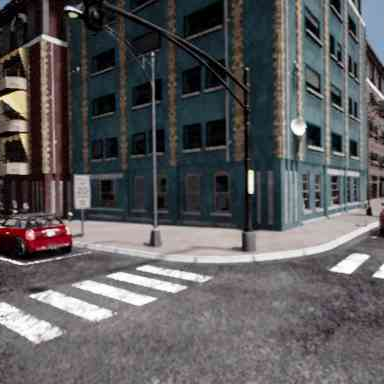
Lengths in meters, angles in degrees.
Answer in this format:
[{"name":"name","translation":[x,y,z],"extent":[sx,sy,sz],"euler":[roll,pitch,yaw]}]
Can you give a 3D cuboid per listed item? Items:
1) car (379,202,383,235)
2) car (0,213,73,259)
[{"name":"car","translation":[10.103,0.938,15.349],"extent":[2.192,1.841,5.009],"euler":[0,1,39]},{"name":"car","translation":[-6.557,1.555,13.200],"extent":[4.097,1.590,1.967],"euler":[-1,1,39]}]
